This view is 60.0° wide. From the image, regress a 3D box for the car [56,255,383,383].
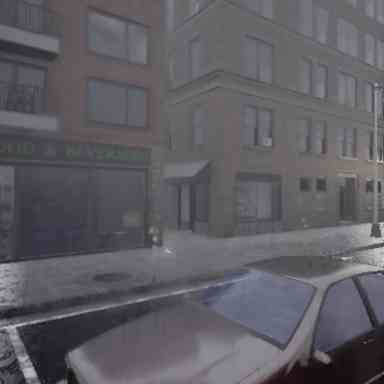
[{"bbox_3d":[1.316,1.562,4.009,5.357,1.411,2.033,0,0,-36],"label":"car"}]
